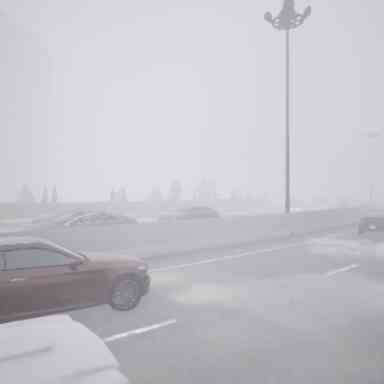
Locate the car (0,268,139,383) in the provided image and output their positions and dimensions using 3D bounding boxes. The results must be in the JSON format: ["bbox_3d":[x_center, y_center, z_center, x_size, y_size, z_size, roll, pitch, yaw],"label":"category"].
[{"bbox_3d":[-2.711,1.610,1.953,4.718,1.301,1.895,0,0,-35],"label":"car"}]

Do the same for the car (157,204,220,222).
[{"bbox_3d":[-0.145,1.602,22.564,1.837,1.490,4.892,0,0,45],"label":"car"}]

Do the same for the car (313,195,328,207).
[{"bbox_3d":[22.043,1.467,57.257,2.150,2.045,5.566,0,0,20],"label":"car"}]

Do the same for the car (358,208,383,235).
[{"bbox_3d":[10.648,1.606,18.369,1.812,1.442,4.674,0,0,43],"label":"car"}]

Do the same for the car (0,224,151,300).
[{"bbox_3d":[-3.018,1.552,6.088,4.674,1.442,1.812,0,0,-36],"label":"car"}]

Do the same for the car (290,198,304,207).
[{"bbox_3d":[17.489,1.728,55.304,2.128,1.511,4.902,0,0,22],"label":"car"}]

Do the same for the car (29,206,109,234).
[{"bbox_3d":[-7.552,1.652,20.587,4.181,1.385,1.994,0,0,-40],"label":"car"}]

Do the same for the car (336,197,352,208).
[{"bbox_3d":[22.134,1.560,48.380,2.097,1.767,4.553,0,0,25],"label":"car"}]

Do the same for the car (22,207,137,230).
[{"bbox_3d":[-4.576,1.551,13.969,4.902,1.511,2.128,0,0,-39],"label":"car"}]
